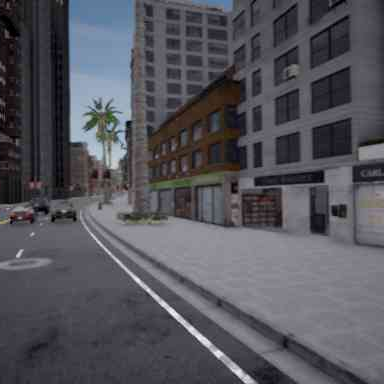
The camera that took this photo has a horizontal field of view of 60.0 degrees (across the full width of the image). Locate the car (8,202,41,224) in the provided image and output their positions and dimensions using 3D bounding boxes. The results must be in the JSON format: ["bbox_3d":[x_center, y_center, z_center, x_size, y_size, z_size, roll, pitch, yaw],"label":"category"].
[{"bbox_3d":[-14.559,1.927,28.922,1.812,1.442,4.674,-1,0,-19],"label":"car"}]

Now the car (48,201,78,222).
[{"bbox_3d":[-11.792,1.730,30.830,2.097,1.767,4.553,-1,0,-19],"label":"car"}]

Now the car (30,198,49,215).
[{"bbox_3d":[-18.874,1.740,41.334,2.150,2.045,5.566,-1,0,-18],"label":"car"}]

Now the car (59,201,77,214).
[{"bbox_3d":[-16.122,1.997,43.431,1.837,1.490,4.892,-1,0,-17],"label":"car"}]
